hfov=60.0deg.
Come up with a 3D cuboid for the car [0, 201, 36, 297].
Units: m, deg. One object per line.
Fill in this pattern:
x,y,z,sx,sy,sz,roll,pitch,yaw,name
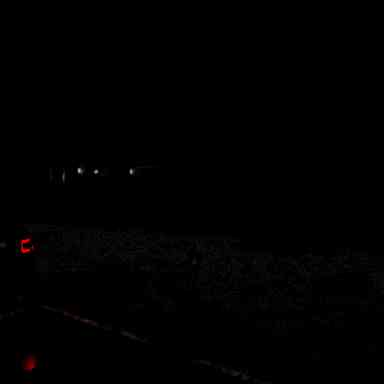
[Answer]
-5.670,1.177,7.210,5.566,2.045,2.150,0,0,35,car
